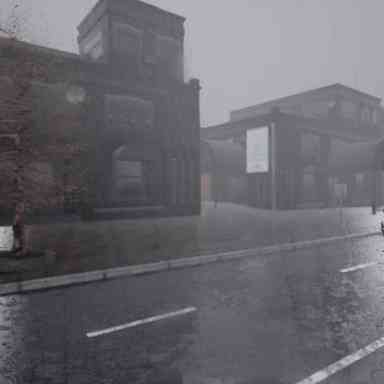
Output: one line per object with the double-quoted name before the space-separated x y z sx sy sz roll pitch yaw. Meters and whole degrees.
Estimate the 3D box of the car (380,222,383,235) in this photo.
"car" 11.350 1.661 16.649 4.718 1.301 1.895 0 0 -37
